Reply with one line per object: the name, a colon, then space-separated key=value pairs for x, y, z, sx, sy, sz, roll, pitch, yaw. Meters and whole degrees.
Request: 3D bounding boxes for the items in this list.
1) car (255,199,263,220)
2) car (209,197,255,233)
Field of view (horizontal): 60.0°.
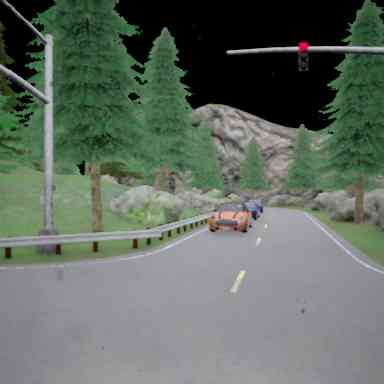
car: x=4.859 y=1.568 z=29.056 sx=1.882 sy=1.535 sz=5.008 roll=0 pitch=0 yaw=15
car: x=2.443 y=1.415 z=20.189 sx=2.097 sy=1.767 sz=4.553 roll=0 pitch=0 yaw=15
